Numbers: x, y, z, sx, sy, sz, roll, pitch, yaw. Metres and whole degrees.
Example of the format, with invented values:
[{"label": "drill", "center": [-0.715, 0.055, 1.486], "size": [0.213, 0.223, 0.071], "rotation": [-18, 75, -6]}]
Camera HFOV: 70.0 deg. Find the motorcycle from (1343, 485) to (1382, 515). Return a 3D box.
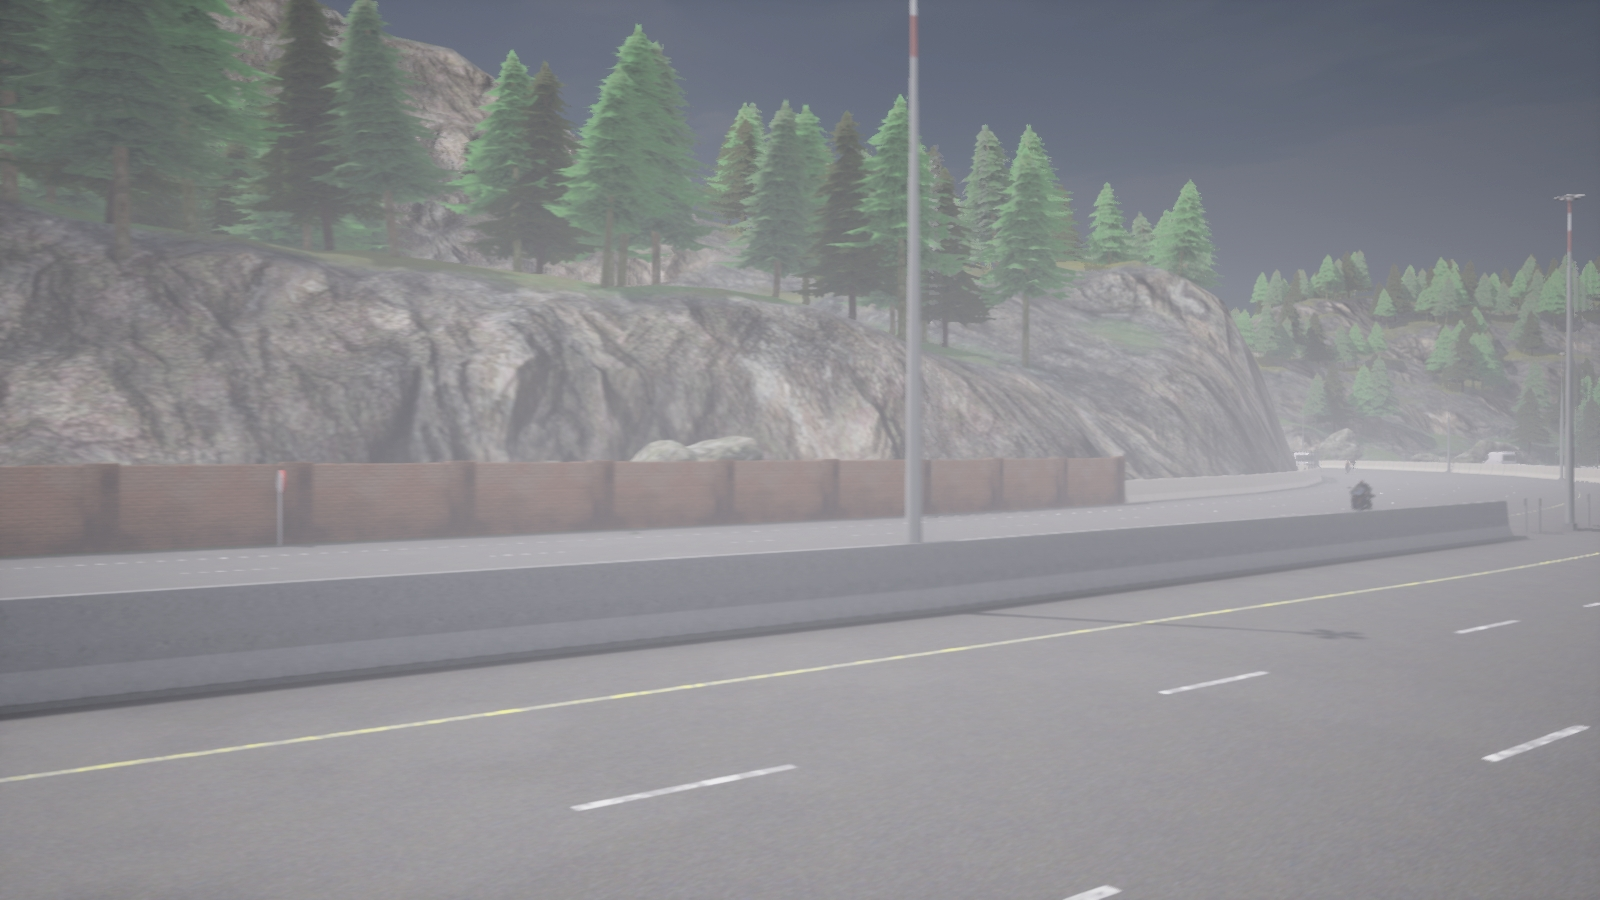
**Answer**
[{"label": "motorcycle", "center": [24.895, 2.195, 50.517], "size": [0.867, 1.251, 2.209], "rotation": [-2, -1, 45]}]
